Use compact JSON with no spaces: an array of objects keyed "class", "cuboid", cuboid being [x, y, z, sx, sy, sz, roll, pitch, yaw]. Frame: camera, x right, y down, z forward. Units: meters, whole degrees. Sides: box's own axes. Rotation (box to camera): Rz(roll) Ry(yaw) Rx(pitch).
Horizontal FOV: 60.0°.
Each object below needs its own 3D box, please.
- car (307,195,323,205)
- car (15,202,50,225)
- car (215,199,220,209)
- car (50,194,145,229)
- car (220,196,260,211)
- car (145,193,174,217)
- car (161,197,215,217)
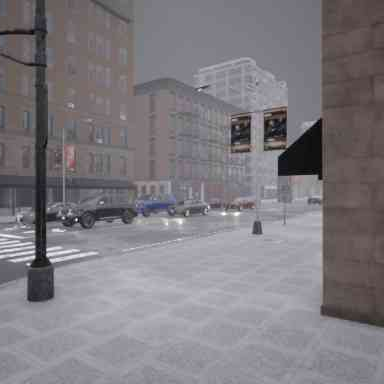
[{"class":"car","cuboid":[19.585,1.242,52.010,1.882,1.535,5.008,0,0,35]},{"class":"car","cuboid":[-9.380,1.442,22.687,2.128,1.511,4.902,0,0,35]},{"class":"car","cuboid":[2.085,1.468,38.874,1.895,1.301,4.718,0,0,35]},{"class":"car","cuboid":[-5.995,1.161,21.843,2.150,2.045,5.566,0,0,35]},{"class":"car","cuboid":[5.575,1.332,38.172,1.882,1.535,5.008,0,0,35]},{"class":"car","cuboid":[-3.688,1.131,30.727,2.150,2.045,5.566,0,0,35]},{"class":"car","cuboid":[-0.265,1.402,29.940,1.837,1.490,4.892,0,0,35]}]
